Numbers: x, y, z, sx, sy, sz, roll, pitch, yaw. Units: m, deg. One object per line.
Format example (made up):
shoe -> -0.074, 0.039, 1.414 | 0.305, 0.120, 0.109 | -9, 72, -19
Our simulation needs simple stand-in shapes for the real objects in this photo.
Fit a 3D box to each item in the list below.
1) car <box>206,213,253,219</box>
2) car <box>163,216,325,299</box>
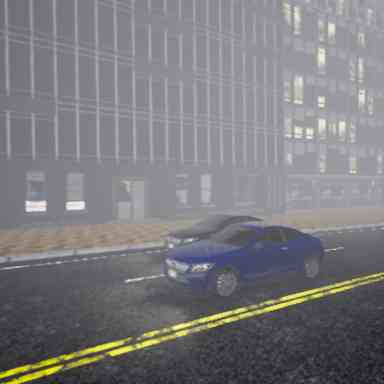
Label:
car -> 1.259, 1.525, 12.293 | 4.674, 1.442, 1.812 | 0, 0, -33
car -> 1.513, 1.528, 8.563 | 4.674, 1.442, 1.812 | 0, 0, -34
